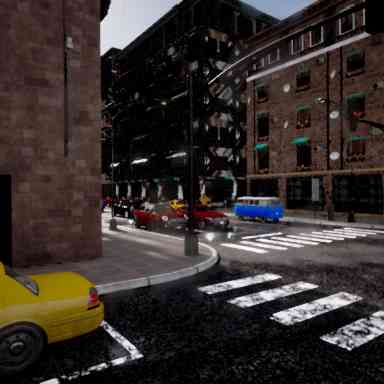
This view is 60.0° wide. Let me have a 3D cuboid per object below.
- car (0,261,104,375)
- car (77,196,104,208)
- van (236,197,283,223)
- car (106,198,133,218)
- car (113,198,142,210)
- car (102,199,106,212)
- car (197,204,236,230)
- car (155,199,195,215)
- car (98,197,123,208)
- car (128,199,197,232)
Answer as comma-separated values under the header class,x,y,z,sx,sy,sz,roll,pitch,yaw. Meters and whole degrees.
class,x,y,z,sx,sy,sz,roll,pitch,yaw
car,-3.574,1.526,4.015,4.829,1.417,1.752,0,0,-36
car,-14.390,1.427,46.955,2.128,1.511,4.902,-1,0,-35
van,4.905,1.278,24.931,1.690,1.788,3.998,0,0,-36
car,-5.630,1.471,29.567,1.837,1.490,4.892,-1,0,-36
car,-8.417,1.460,43.244,1.887,1.381,4.507,-1,0,-36
car,-11.903,1.181,38.205,2.150,2.045,5.566,-1,0,-36
car,0.416,1.506,21.261,1.812,1.442,4.674,-1,0,-34
car,-1.857,1.447,34.225,1.752,1.417,4.829,0,0,-36
car,-11.748,1.460,47.822,1.887,1.381,4.507,-1,0,-36
car,-1.883,1.439,20.016,1.967,1.590,4.097,0,0,-36
